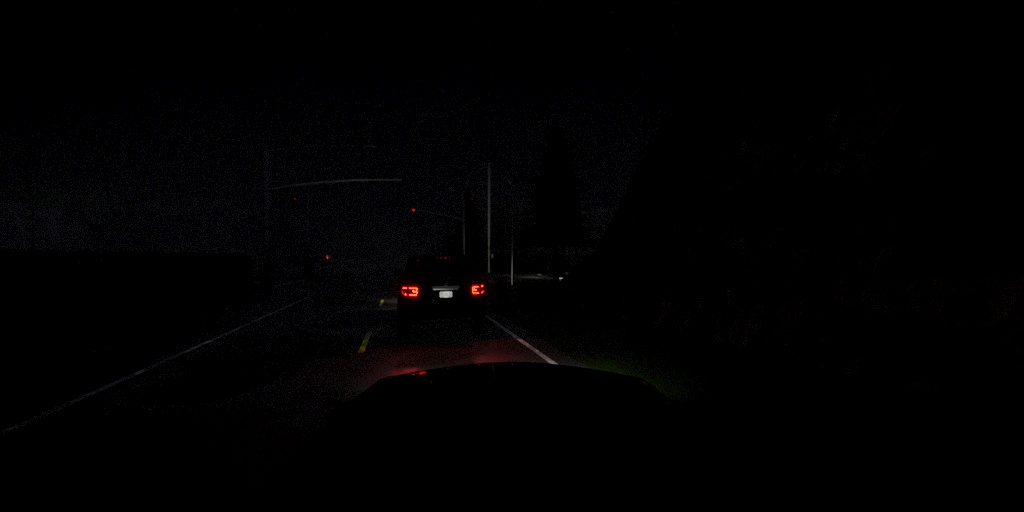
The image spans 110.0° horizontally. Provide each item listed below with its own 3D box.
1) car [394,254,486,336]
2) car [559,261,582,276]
[{"bbox_3d":[-2.278,0.971,10.763,2.150,2.045,5.566,0,0,-17],"label":"car"},{"bbox_3d":[6.499,1.228,35.347,5.008,1.535,1.882,0,0,-19],"label":"car"}]
